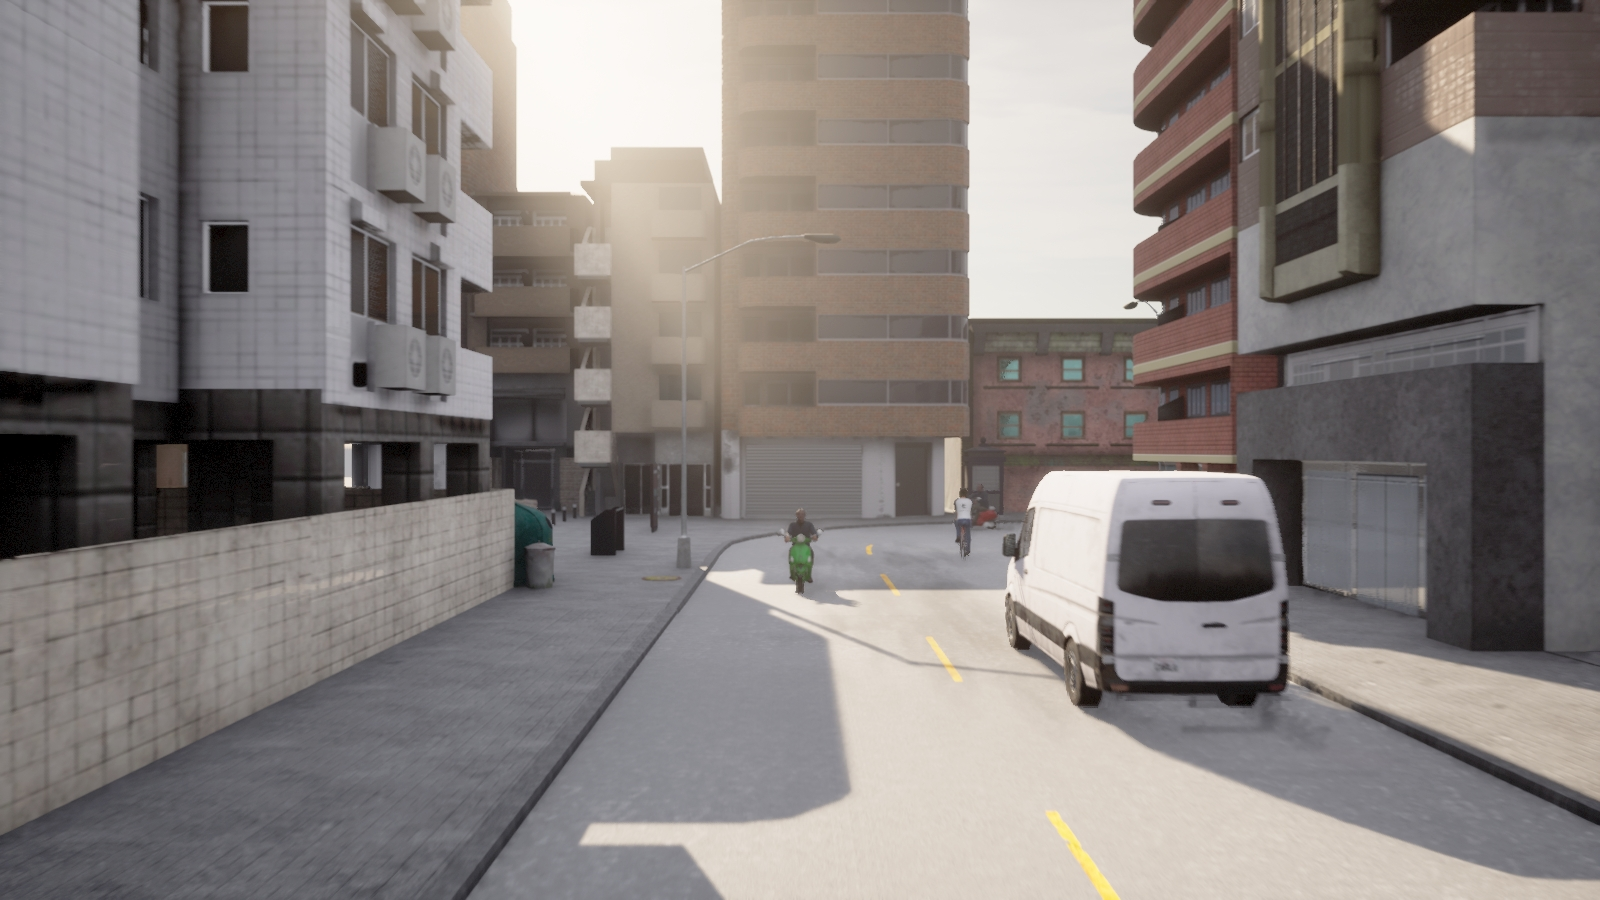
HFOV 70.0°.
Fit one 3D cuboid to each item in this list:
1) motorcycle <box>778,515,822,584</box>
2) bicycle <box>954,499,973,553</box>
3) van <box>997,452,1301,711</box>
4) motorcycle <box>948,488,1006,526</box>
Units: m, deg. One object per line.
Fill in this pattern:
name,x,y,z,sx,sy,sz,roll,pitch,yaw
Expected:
motorcycle,0.004,1.962,22.882,0.856,1.236,1.805,0,0,0
bicycle,4.184,1.936,29.309,0.373,1.296,1.643,0,0,4
van,3.975,1.314,14.294,1.988,2.561,5.915,0,0,0
motorcycle,6.127,1.964,39.633,1.805,1.236,0.856,0,2,-28
